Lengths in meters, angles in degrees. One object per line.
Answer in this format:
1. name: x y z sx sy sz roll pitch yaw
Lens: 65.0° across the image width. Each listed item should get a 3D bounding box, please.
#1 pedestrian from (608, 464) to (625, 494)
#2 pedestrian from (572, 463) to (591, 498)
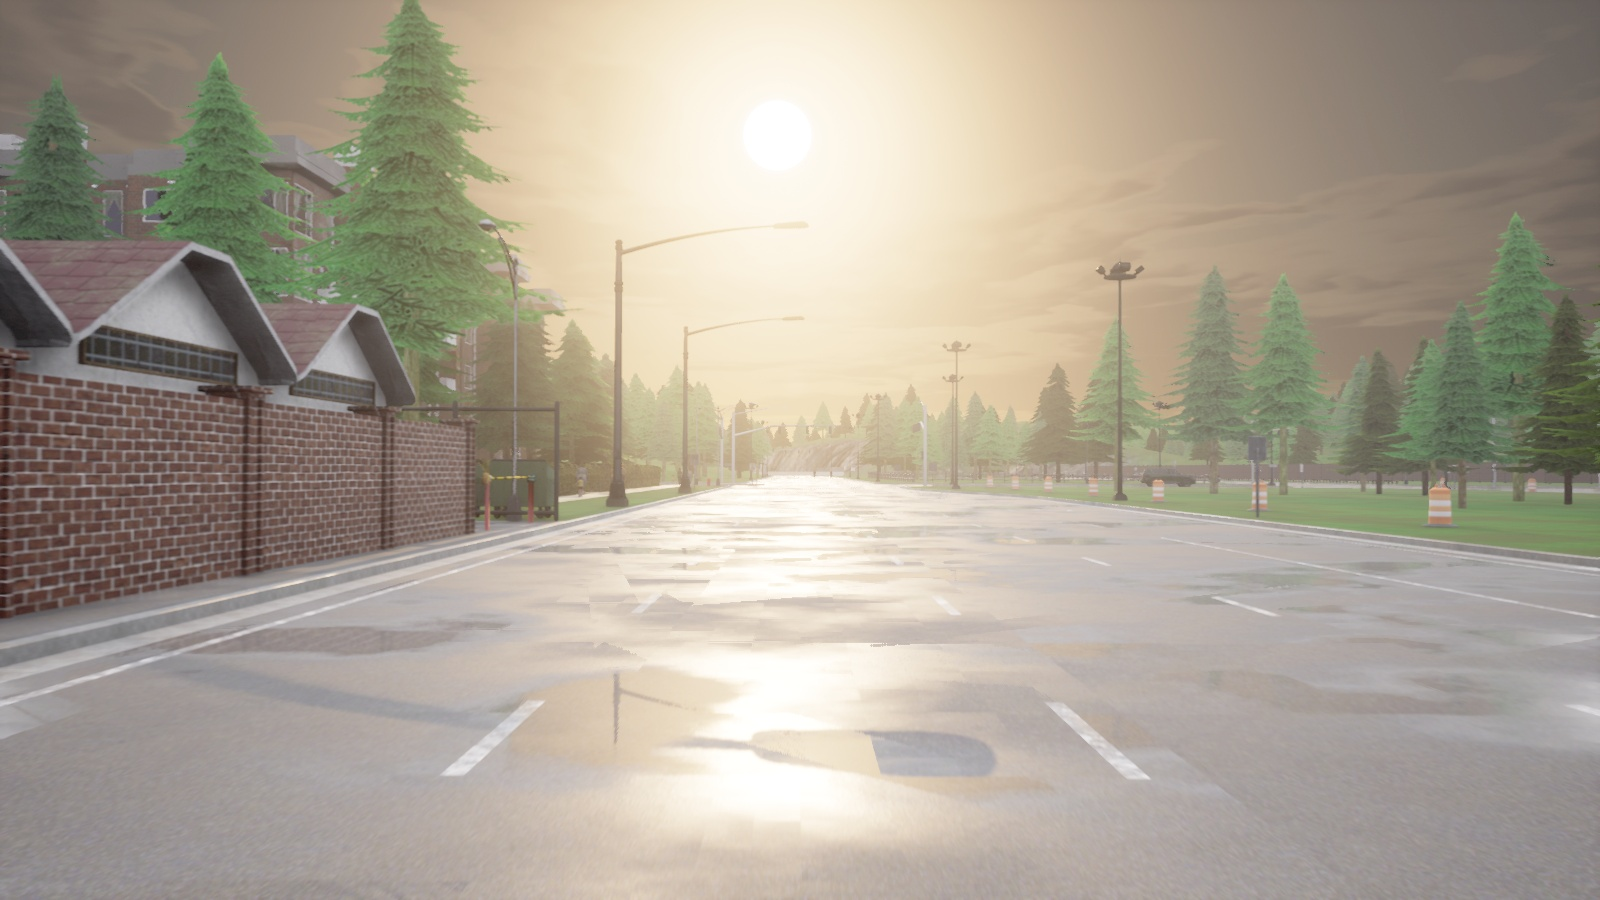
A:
1. pedestrian: -11.213 1.773 76.731 0.874 1.855 0.900 0 -1 0
2. pedestrian: -11.739 1.621 67.507 0.874 1.855 0.900 0 -1 0
